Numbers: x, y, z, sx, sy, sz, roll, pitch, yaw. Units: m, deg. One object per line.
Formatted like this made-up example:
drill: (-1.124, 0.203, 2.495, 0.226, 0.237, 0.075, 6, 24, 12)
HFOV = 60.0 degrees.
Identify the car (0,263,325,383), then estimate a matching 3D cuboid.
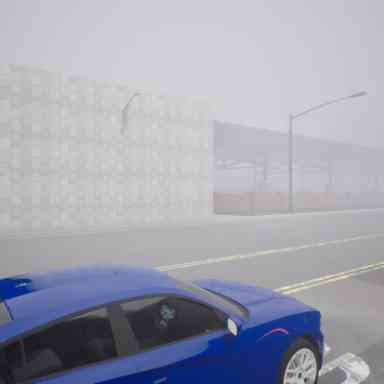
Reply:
car: (-0.723, 1.478, 3.234, 5.008, 1.535, 1.882, 0, 0, -36)
